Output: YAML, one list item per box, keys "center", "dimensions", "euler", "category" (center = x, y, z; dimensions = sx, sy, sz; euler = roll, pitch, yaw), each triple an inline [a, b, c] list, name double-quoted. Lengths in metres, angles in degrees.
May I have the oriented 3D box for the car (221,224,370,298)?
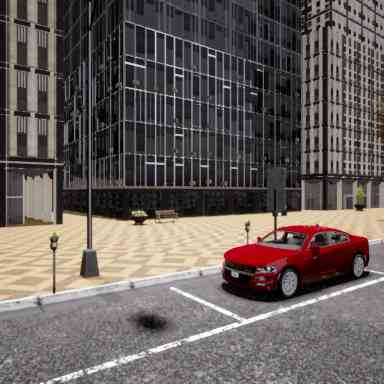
- center: [2.764, 1.545, 8.512]
  dimensions: [4.507, 1.381, 1.887]
  euler: [0, 0, -35]
  category: "car"
